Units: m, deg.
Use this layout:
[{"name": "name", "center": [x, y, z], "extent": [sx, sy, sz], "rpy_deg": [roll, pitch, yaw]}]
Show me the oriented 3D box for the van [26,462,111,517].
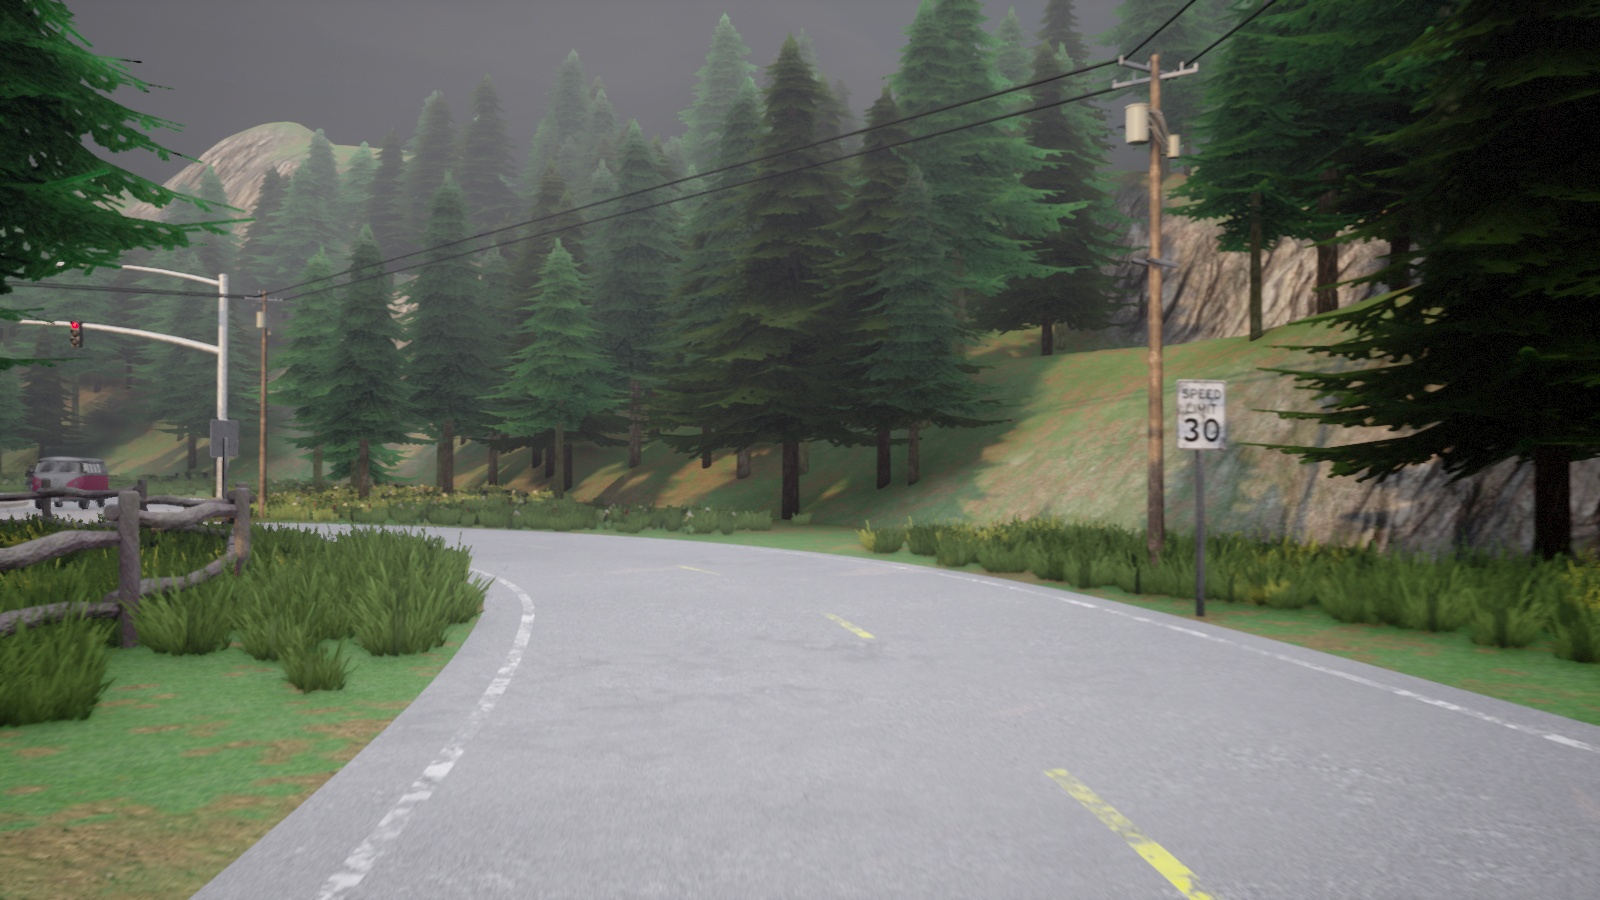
[{"name": "van", "center": [-27.744, 1.472, 47.765], "extent": [1.775, 1.987, 4.442], "rpy_deg": [0, -1, -17]}]
